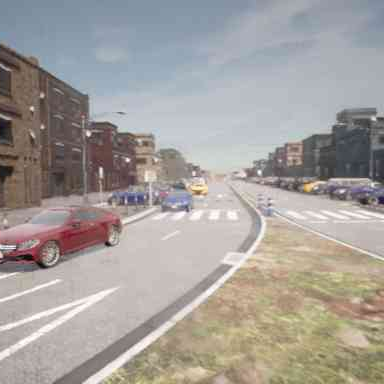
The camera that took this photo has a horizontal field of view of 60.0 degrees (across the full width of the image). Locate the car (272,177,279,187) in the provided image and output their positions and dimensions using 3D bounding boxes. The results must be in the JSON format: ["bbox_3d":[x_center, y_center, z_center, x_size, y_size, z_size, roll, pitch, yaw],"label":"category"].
[{"bbox_3d":[18.110,-1.728,60.948,5.566,2.045,2.435,-1,3,5],"label":"car"}]

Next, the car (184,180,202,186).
[{"bbox_3d":[0.269,-2.423,89.087,4.674,1.452,2.002,-1,2,5],"label":"car"}]

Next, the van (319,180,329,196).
[{"bbox_3d":[15.557,-0.353,33.431,4.442,1.987,1.878,-1,3,5],"label":"van"}]

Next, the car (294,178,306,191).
[{"bbox_3d":[16.640,-0.664,44.371,4.892,1.521,2.231,-1,3,5],"label":"car"}]

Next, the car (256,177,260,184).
[{"bbox_3d":[20.233,-2.872,85.843,5.566,2.045,2.435,-1,2,5],"label":"car"}]

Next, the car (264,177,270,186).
[{"bbox_3d":[19.290,-2.123,74.790,4.892,1.521,2.231,-1,3,5],"label":"car"}]

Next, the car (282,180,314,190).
[{"bbox_3d":[17.605,-1.173,55.498,4.674,1.452,2.002,-1,3,5],"label":"car"}]

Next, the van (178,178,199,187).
[{"bbox_3d":[-0.795,-2.085,75.467,4.442,1.987,1.878,-1,3,5],"label":"van"}]

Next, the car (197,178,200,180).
[{"bbox_3d":[-1.390,-1.600,69.877,4.892,1.521,2.231,-1,3,5],"label":"car"}]

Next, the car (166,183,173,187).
[{"bbox_3d":[-4.734,0.235,31.461,5.008,1.535,2.097,-1,2,5],"label":"car"}]

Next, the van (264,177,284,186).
[{"bbox_3d":[19.661,-2.599,80.321,4.442,1.987,1.878,-1,3,5],"label":"van"}]

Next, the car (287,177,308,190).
[{"bbox_3d":[16.901,-1.053,47.121,5.566,2.045,2.435,-1,3,5],"label":"car"}]

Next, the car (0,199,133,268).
[{"bbox_3d":[-3.933,1.172,10.295,1.812,1.442,4.674,0,3,20],"label":"car"}]

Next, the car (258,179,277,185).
[{"bbox_3d":[20.743,-2.862,91.384,4.892,1.521,2.231,-1,2,5],"label":"car"}]

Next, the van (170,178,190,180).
[{"bbox_3d":[-2.949,-0.914,50.650,4.442,1.987,1.878,-1,3,5],"label":"van"}]

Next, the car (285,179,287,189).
[{"bbox_3d":[17.302,-0.943,49.885,5.366,1.575,1.946,-1,3,5],"label":"car"}]

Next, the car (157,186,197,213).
[{"bbox_3d":[-0.910,0.580,23.288,1.812,1.442,4.674,-1,3,6],"label":"car"}]

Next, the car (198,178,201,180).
[{"bbox_3d":[-1.152,-1.727,72.619,4.892,1.521,2.231,-1,3,5],"label":"car"}]

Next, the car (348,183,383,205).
[{"bbox_3d":[14.920,0.270,25.131,4.792,1.488,2.163,-1,2,5],"label":"car"}]

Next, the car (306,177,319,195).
[{"bbox_3d":[16.179,-0.517,38.832,4.553,1.767,2.185,-1,3,5],"label":"car"}]

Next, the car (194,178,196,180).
[{"bbox_3d":[-2.081,-1.342,61.638,4.553,1.767,2.185,-1,3,5],"label":"car"}]

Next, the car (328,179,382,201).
[{"bbox_3d":[15.452,-0.122,30.529,4.553,1.767,2.185,-1,3,5],"label":"car"}]

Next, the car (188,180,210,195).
[{"bbox_3d":[0.994,-0.415,43.784,1.882,1.535,5.008,-1,2,5],"label":"car"}]

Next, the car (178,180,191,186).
[{"bbox_3d":[-3.115,-0.558,47.911,5.366,1.575,1.946,-1,3,5],"label":"car"}]

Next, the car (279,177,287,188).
[{"bbox_3d":[17.338,-1.331,52.782,5.566,2.045,2.435,-1,3,5],"label":"car"}]

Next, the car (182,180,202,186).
[{"bbox_3d":[0.004,-2.313,86.345,4.792,1.488,2.163,-1,2,5],"label":"car"}]

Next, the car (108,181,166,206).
[{"bbox_3d":[-4.937,0.232,28.703,4.553,1.767,2.185,-1,2,5],"label":"car"}]

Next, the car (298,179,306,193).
[{"bbox_3d":[16.397,-0.534,41.730,5.008,1.535,2.097,-1,3,5],"label":"car"}]

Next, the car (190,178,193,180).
[{"bbox_3d":[-2.619,-1.079,56.155,4.553,1.767,2.185,-1,3,5],"label":"car"}]

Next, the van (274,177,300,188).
[{"bbox_3d":[18.208,-1.833,63.729,4.442,1.987,1.878,-1,3,5],"label":"van"}]

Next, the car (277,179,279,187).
[{"bbox_3d":[17.841,-1.304,58.199,4.674,1.452,2.002,-1,3,5],"label":"car"}]

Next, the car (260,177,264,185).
[{"bbox_3d":[19.507,-2.501,77.548,5.566,2.045,2.435,-1,3,5],"label":"car"}]

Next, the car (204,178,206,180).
[{"bbox_3d":[0.504,-2.581,91.830,5.008,1.535,2.097,-1,2,5],"label":"car"}]

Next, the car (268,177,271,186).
[{"bbox_3d":[18.821,-1.834,69.385,4.674,1.452,2.002,-1,3,5],"label":"car"}]

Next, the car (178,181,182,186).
[{"bbox_3d":[-4.020,-0.149,39.697,4.892,1.521,2.231,-1,3,5],"label":"car"}]

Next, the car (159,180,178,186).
[{"bbox_3d":[-4.223,-0.146,36.939,4.553,1.767,2.185,-1,3,5],"label":"car"}]

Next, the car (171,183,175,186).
[{"bbox_3d":[-4.487,0.147,34.205,4.674,1.452,2.002,-1,3,5],"label":"car"}]

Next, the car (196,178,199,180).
[{"bbox_3d":[-1.628,-1.473,67.133,4.892,1.521,2.231,-1,3,5],"label":"car"}]
